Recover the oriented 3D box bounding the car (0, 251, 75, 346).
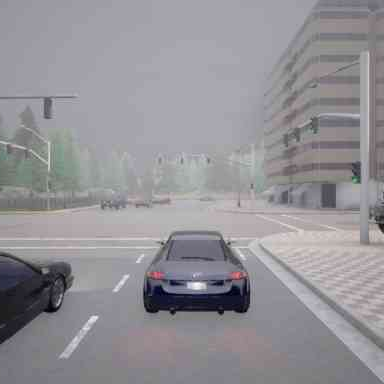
[{"bbox_3d":[-3.427,1.547,4.622,2.033,1.411,5.357,0,0,0],"label":"car"}]

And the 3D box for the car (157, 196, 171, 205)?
[{"bbox_3d":[-5.271,1.477,58.418,1.882,1.535,5.008,0,0,17],"label":"car"}]

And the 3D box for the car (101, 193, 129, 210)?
[{"bbox_3d":[-10.416,1.221,44.451,2.150,2.045,5.566,0,0,2],"label":"car"}]

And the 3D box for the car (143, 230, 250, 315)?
[{"bbox_3d":[0.092,1.564,7.656,1.994,1.385,4.181,0,0,0],"label":"car"}]

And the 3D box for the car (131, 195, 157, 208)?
[{"bbox_3d":[-6.841,1.547,48.110,2.033,1.411,5.357,0,0,2],"label":"car"}]

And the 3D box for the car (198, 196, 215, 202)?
[{"bbox_3d":[3.247,1.552,74.438,1.994,1.385,4.181,0,0,42],"label":"car"}]

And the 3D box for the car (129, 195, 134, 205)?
[{"bbox_3d":[-9.590,1.353,53.940,2.097,1.767,4.553,0,0,8],"label":"car"}]

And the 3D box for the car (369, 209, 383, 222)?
[{"bbox_3d":[15.614,1.656,24.575,4.718,1.301,1.895,0,0,0],"label":"car"}]
